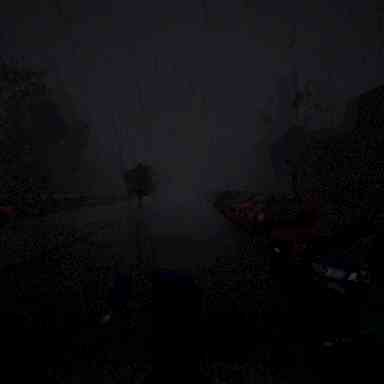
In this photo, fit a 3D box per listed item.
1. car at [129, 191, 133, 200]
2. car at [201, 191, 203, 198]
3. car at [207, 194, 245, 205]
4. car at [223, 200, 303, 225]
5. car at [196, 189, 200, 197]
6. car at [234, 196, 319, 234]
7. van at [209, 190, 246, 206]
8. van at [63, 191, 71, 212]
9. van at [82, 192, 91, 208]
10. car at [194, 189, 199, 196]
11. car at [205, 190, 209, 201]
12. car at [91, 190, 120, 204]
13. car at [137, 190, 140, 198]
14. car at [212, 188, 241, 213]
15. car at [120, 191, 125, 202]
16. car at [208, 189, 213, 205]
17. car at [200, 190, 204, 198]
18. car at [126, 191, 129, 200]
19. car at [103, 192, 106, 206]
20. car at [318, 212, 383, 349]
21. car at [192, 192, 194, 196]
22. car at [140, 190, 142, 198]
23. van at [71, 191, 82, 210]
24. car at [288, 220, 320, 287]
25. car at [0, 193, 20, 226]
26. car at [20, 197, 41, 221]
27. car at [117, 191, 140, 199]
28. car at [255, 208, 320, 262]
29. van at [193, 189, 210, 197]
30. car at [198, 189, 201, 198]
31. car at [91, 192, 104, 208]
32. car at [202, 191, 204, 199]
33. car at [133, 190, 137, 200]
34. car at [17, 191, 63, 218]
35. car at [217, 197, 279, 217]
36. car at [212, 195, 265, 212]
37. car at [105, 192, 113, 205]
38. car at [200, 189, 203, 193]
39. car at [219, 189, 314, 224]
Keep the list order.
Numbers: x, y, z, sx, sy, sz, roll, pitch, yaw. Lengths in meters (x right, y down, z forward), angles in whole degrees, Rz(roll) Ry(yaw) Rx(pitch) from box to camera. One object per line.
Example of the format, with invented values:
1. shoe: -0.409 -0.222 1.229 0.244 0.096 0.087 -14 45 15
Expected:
1. car: -13.600 0.911 58.994 5.008 1.535 2.097 -1 1 -21
2. car: 4.678 0.926 55.463 5.008 1.535 2.097 1 1 -21
3. car: 4.757 1.053 46.438 4.792 1.488 2.163 1 0 -20
4. car: 4.753 1.309 22.361 4.792 1.488 2.163 1 1 -20
5. car: 4.190 0.727 73.579 5.008 1.535 2.097 0 1 -23
6. car: 4.751 1.218 16.353 4.553 1.767 2.185 1 0 -20
7. van: 4.635 0.829 43.366 4.442 1.987 1.878 1 1 -20
8. van: -13.312 0.994 29.304 4.442 1.987 1.878 -1 0 -20
9. van: -13.331 0.931 35.259 4.442 1.987 1.878 -1 0 -20
10. car: 4.020 0.442 76.580 5.566 2.045 2.435 0 1 -23
11. car: 4.779 0.869 37.411 5.566 2.045 2.435 1 0 -20
12. car: -13.501 0.784 47.105 5.566 2.045 2.435 -1 1 -20
13. car: -13.830 0.848 67.896 4.792 1.488 2.163 -1 0 -22
14. car: 4.753 0.996 25.362 5.566 2.045 2.435 1 1 -20
15. car: -13.319 0.997 50.161 5.366 1.575 1.946 -1 0 -20
16. car: 4.791 0.932 31.403 5.566 2.045 2.435 1 0 -20
17. car: 4.615 0.894 58.482 4.892 1.521 2.231 1 0 -21
18. car: -13.529 0.816 56.037 4.553 1.767 2.185 -1 1 -21
19. car: -13.479 1.127 41.157 4.792 1.488 2.163 -1 1 -20
20. car: 4.786 1.210 4.308 5.566 2.045 2.435 1 0 -20
21. car: 3.285 0.602 88.661 4.674 1.452 2.002 0 0 -25
22. car: -13.969 0.788 70.838 5.008 1.535 2.097 -1 1 -22
23. van: -13.322 0.963 32.281 4.442 1.987 1.878 -1 0 -20
24. car: 4.766 1.477 7.312 4.674 1.452 2.002 1 1 -20
25. car: -13.369 1.189 20.340 4.553 1.767 2.185 -1 1 -20
26. car: -13.407 1.324 23.314 4.674 1.452 2.002 -1 0 -20
27. car: -14.144 0.633 73.787 4.553 1.767 2.185 -1 0 -22
28. car: 4.776 1.408 10.337 5.008 1.535 2.097 1 1 -20
29. van: 2.707 0.270 94.627 4.442 1.987 1.878 0 1 -25
30. car: 4.408 0.793 67.546 5.008 1.535 2.097 0 0 -22
31. car: -13.269 1.122 38.260 5.366 1.575 1.946 -1 0 -20
32. car: 4.870 0.957 52.521 5.366 1.575 1.946 1 0 -21
33. car: -13.787 0.880 64.902 4.792 1.488 2.163 -1 1 -22
34. car: -13.441 1.002 26.273 5.566 2.045 2.435 -1 1 -20
35. car: 4.742 1.245 28.373 4.792 1.488 2.163 1 1 -20
36. car: 4.761 1.152 34.395 5.008 1.535 2.097 1 1 -20
37. car: -13.435 1.095 44.160 4.792 1.488 2.163 -1 0 -20
38. car: 4.549 0.734 61.499 4.553 1.767 2.185 0 0 -22
39. car: 4.761 1.060 19.348 5.566 2.045 2.435 1 1 -20
